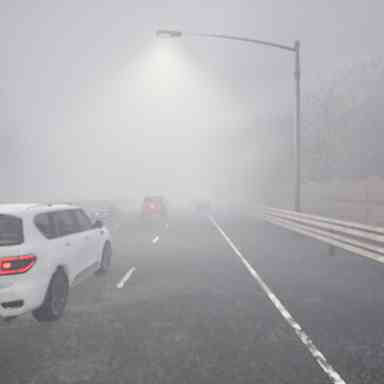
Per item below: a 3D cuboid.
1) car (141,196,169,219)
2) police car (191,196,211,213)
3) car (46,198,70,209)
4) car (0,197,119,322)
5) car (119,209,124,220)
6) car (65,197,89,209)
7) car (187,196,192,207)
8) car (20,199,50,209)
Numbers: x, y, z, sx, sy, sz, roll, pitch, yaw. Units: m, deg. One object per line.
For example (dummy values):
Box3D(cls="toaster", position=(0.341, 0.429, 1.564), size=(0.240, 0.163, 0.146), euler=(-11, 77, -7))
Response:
Box3D(cls="car", position=(-3.412, 1.361, 31.283), size=(2.150, 2.045, 5.566), euler=(0, 0, 0))
Box3D(cls="police car", position=(1.215, 1.615, 40.069), size=(1.930, 1.638, 5.238), euler=(0, 0, 0))
Box3D(cls="car", position=(-21.064, 1.764, 52.482), size=(1.837, 1.490, 4.892), euler=(0, 0, 1))
Box3D(cls="car", position=(-3.406, 1.254, 7.422), size=(2.150, 2.045, 5.566), euler=(0, 0, 0))
Box3D(cls="car", position=(-6.908, 1.664, 26.723), size=(2.033, 1.411, 5.357), euler=(0, 0, 0))
Box3D(cls="car", position=(-17.579, 1.604, 50.992), size=(2.097, 1.767, 4.553), euler=(0, 0, 0))
Box3D(cls="car", position=(-0.015, 1.850, 59.471), size=(2.033, 1.411, 5.357), euler=(0, 0, 0))
Box3D(cls="car", position=(-24.555, 1.806, 52.274), size=(2.033, 1.411, 5.357), euler=(0, 0, 1))
